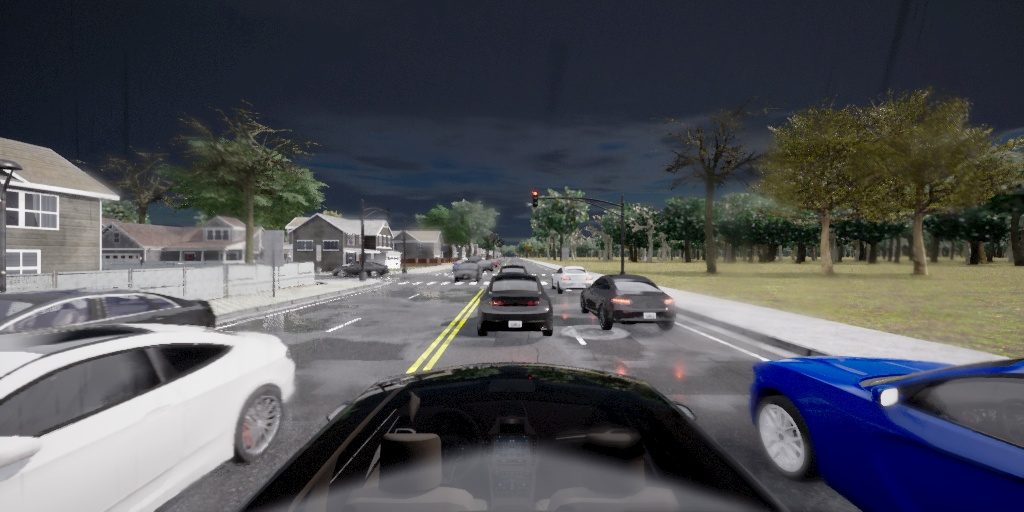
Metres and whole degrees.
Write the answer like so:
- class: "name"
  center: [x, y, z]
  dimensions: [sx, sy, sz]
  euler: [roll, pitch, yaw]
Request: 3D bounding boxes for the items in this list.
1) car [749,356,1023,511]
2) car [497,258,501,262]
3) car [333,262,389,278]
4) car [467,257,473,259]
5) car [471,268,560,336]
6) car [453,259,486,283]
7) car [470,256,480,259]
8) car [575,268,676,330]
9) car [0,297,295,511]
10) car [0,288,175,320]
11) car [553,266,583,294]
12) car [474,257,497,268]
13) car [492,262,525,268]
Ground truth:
- class: "car"
  center: [3.350, 1.228, 1.649]
  dimensions: [1.882, 1.535, 5.008]
  euler: [0, 0, 0]
- class: "car"
  center: [-3.288, 1.206, 60.794]
  dimensions: [1.882, 1.535, 5.008]
  euler: [0, 1, 0]
- class: "car"
  center: [-14.075, 1.277, 33.559]
  dimensions: [4.892, 1.490, 1.837]
  euler: [0, 3, -7]
- class: "car"
  center: [-6.568, 1.265, 46.958]
  dimensions: [1.812, 1.442, 4.674]
  euler: [0, 0, 0]
- class: "car"
  center: [0.088, 1.255, 10.326]
  dimensions: [1.837, 1.490, 4.892]
  euler: [0, 0, 0]
- class: "car"
  center: [-3.332, 1.254, 28.036]
  dimensions: [1.837, 1.490, 4.892]
  euler: [0, 0, 0]
- class: "car"
  center: [-6.535, 0.945, 62.612]
  dimensions: [2.150, 2.045, 5.566]
  euler: [0, 0, 0]
- class: "car"
  center: [3.339, 1.276, 10.964]
  dimensions: [1.812, 1.442, 4.674]
  euler: [0, 0, 0]
- class: "car"
  center: [-3.353, 1.276, 2.250]
  dimensions: [1.812, 1.442, 4.674]
  euler: [0, 0, 0]
- class: "car"
  center: [-6.600, 1.242, 4.873]
  dimensions: [2.128, 1.511, 4.902]
  euler: [0, 0, 0]
- class: "car"
  center: [3.322, 1.276, 20.069]
  dimensions: [1.812, 1.442, 4.674]
  euler: [0, 0, 0]
- class: "car"
  center: [-3.316, 1.219, 44.892]
  dimensions: [1.882, 1.535, 5.008]
  euler: [0, 0, 0]
- class: "car"
  center: [0.069, 1.255, 19.742]
  dimensions: [1.837, 1.490, 4.892]
  euler: [0, 0, 0]
